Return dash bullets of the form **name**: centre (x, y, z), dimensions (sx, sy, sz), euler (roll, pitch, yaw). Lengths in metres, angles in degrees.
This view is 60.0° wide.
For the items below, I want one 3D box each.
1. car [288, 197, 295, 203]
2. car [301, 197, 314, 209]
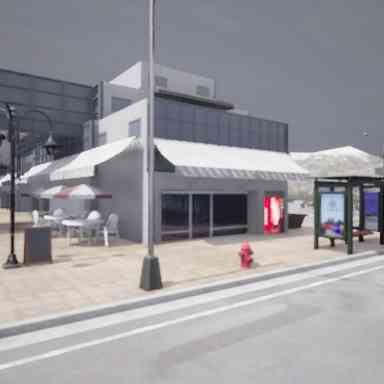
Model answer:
- **car**: centre (21.442, 1.788, 74.390), dimensions (3.633, 1.501, 1.845), euler (0, 0, -36)
- **car**: centre (18.014, 1.540, 48.121), dimensions (5.027, 1.636, 2.152), euler (0, 0, -36)
